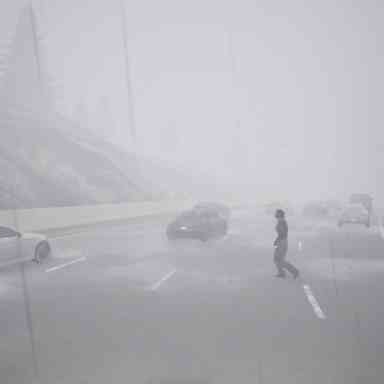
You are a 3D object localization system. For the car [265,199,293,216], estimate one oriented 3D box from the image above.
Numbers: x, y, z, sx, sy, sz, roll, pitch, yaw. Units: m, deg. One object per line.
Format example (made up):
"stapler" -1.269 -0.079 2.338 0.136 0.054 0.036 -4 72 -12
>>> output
"car" 8.725 1.477 33.078 1.882 1.535 5.008 0 0 28

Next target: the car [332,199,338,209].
"car" 17.200 1.525 41.302 1.812 1.442 4.674 0 0 28

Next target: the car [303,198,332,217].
"car" 11.687 1.526 31.203 1.812 1.442 4.674 0 0 28

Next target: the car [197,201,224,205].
"car" 1.681 1.491 27.436 2.128 1.511 4.902 0 0 28

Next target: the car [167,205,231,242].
"car" 0.407 1.564 16.471 1.994 1.385 4.181 0 0 22

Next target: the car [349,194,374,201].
"car" 18.252 1.223 35.945 2.150 2.045 5.566 0 0 29

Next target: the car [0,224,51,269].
"car" -5.835 1.526 9.033 1.812 1.442 4.674 0 0 11

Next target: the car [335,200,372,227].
"car" 11.082 1.526 22.698 1.812 1.442 4.674 0 0 28

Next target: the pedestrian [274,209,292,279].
"pedestrian" 2.294 1.294 8.566 0.375 1.860 0.375 0 0 13
